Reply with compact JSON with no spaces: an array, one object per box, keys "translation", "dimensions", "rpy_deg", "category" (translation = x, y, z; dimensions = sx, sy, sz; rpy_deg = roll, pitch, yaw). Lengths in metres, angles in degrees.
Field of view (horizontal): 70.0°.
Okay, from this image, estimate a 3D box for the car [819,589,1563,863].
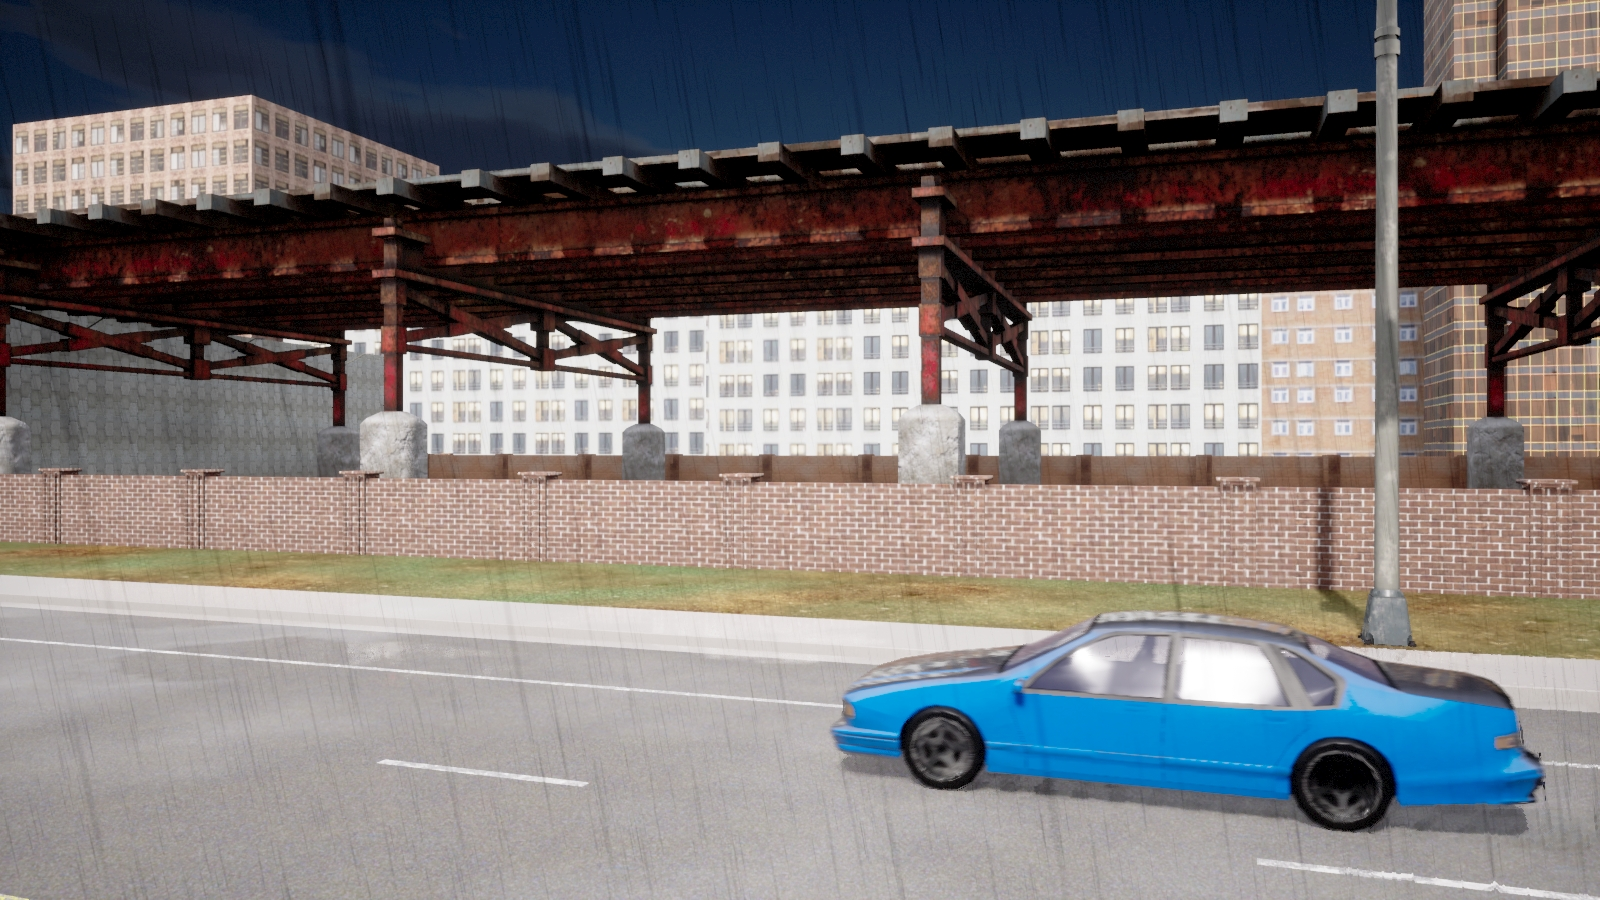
[{"translation":[3.023,2.106,9.646],"dimensions":[5.357,1.411,2.033],"rpy_deg":[0,0,20],"category":"car"}]
